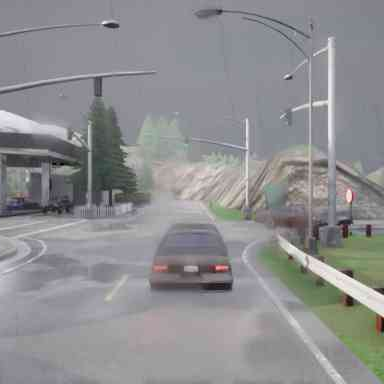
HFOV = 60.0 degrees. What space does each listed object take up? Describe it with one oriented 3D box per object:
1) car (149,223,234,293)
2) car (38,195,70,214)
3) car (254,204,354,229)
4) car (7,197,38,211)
[{"bbox_3d":[0.020,1.547,9.002,2.033,1.411,5.357,0,0,1],"label":"car"},{"bbox_3d":[-14.545,1.312,35.894,1.905,1.878,3.866,0,0,-1],"label":"car"},{"bbox_3d":[5.826,1.365,17.964,2.033,1.411,5.357,0,0,-36],"label":"car"},{"bbox_3d":[-20.255,1.479,40.169,2.242,1.667,4.611,0,0,-1],"label":"car"}]
